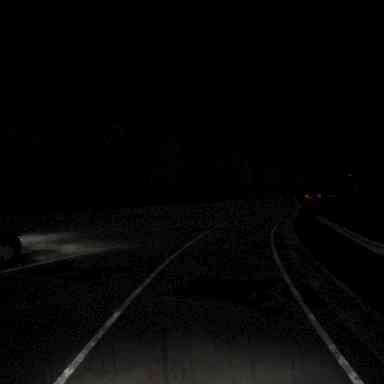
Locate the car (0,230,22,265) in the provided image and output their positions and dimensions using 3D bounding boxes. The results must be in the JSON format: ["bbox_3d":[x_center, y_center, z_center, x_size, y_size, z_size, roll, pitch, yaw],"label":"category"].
[{"bbox_3d":[-7.164,1.431,8.996,1.882,1.535,5.008,0,0,26],"label":"car"}]
